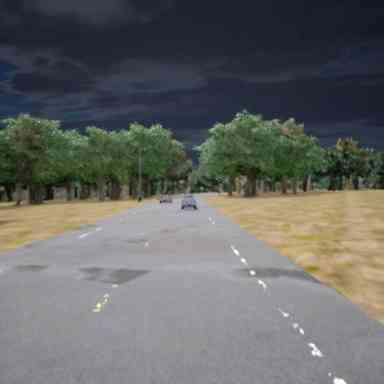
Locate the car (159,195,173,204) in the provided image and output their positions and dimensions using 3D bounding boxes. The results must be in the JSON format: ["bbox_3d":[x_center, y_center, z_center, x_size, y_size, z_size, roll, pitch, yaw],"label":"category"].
[{"bbox_3d":[-4.193,1.185,53.957,1.994,1.385,4.181,0,1,0],"label":"car"}]

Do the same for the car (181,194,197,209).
[{"bbox_3d":[-0.372,1.306,40.570,2.033,1.411,5.357,0,1,-1],"label":"car"}]

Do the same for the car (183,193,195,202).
[{"bbox_3d":[-0.620,1.028,60.827,2.128,1.511,4.902,0,0,-1],"label":"car"}]
